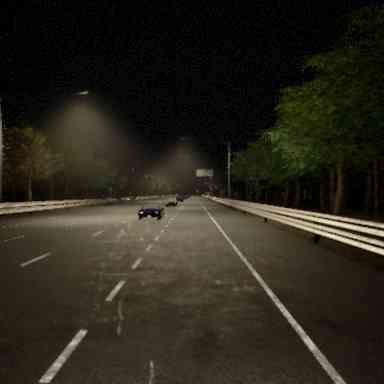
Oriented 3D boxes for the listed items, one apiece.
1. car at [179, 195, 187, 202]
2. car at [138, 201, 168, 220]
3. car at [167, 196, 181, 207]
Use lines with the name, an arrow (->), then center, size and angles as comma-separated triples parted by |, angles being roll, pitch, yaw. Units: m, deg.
car -> -3.125, 1.736, 85.240 | 2.097, 1.767, 4.553 | 0, 0, 1
car -> -3.464, 1.696, 29.118 | 1.895, 1.301, 4.718 | 0, 0, 0
car -> -3.344, 1.829, 56.107 | 1.895, 1.301, 4.718 | 0, 0, 0
